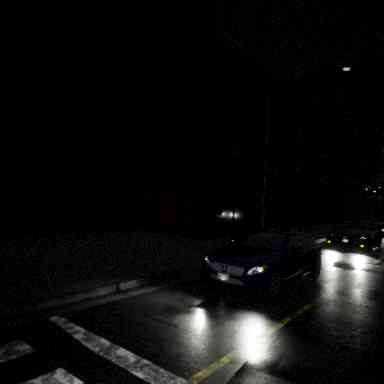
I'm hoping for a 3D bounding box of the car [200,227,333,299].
[{"bbox_3d":[2.168,1.726,9.241,1.812,1.442,4.674,3,-1,39],"label":"car"}]

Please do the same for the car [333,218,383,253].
[{"bbox_3d":[8.376,2.164,17.011,1.994,1.385,4.181,3,-1,39],"label":"car"}]
